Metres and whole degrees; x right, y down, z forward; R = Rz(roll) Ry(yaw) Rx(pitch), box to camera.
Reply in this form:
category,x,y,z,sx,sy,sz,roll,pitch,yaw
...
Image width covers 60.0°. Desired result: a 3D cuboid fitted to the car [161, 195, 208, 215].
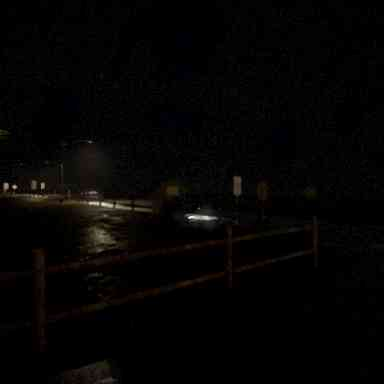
category,x,y,z,sx,sy,sz,roll,pitch,yaw
car,-0.657,0.963,25.400,1.994,1.385,4.181,0,1,-36

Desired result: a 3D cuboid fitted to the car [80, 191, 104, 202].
category,x,y,z,sx,sy,sz,roll,pitch,yaw
car,-12.659,0.585,42.171,1.994,1.385,4.181,0,1,-35
